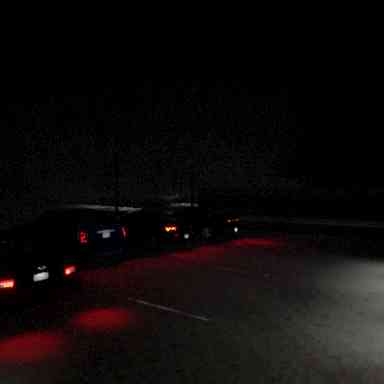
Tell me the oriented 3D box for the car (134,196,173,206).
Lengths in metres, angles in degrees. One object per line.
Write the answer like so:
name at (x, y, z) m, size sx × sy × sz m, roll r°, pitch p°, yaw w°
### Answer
car at (-5.121, 1.556, 45.014) m, size 1.895 × 1.301 × 4.718 m, roll 0°, pitch 0°, yaw 36°

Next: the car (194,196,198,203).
car at (2.467, 1.551, 61.342) m, size 1.895 × 1.301 × 4.718 m, roll 0°, pitch 0°, yaw 36°

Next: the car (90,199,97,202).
car at (-14.658, 1.412, 55.676) m, size 1.882 × 1.535 × 5.008 m, roll 0°, pitch 0°, yaw 36°

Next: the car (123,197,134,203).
car at (-7.279, 1.476, 47.993) m, size 1.812 × 1.442 × 4.674 m, roll 0°, pitch 0°, yaw 36°

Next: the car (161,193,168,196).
car at (-4.989, 1.155, 68.835) m, size 2.150 × 2.045 × 5.566 m, roll 0°, pitch 1°, yaw 36°

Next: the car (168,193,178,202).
car at (-1.991, 1.432, 67.047) m, size 2.128 × 1.511 × 4.902 m, roll 0°, pitch 0°, yaw 36°

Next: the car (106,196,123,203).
car at (-10.048, 1.545, 50.135) m, size 1.895 × 1.301 × 4.718 m, roll 0°, pitch 0°, yaw 36°

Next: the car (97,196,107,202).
car at (-12.122, 1.417, 53.222) m, size 1.882 × 1.535 × 5.008 m, roll 0°, pitch 0°, yaw 36°

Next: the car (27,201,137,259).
car at (-4.339, 1.337, 11.395) m, size 4.553 × 1.767 × 2.097 m, roll 0°, pitch 0°, yaw 36°

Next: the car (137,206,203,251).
car at (-2.078, 1.511, 14.085) m, size 4.674 × 1.442 × 1.812 m, roll 0°, pitch 0°, yaw 36°

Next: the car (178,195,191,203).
car at (0.316, 1.492, 64.298) m, size 2.033 × 1.411 × 5.357 m, roll 0°, pitch 0°, yaw 37°

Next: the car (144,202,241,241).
car at (0.084, 1.491, 16.836) m, size 4.892 × 1.490 × 1.837 m, roll 0°, pitch 0°, yaw 36°

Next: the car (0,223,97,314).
car at (-4.693, 1.536, 7.336) m, size 5.357 × 1.411 × 2.033 m, roll 0°, pitch 0°, yaw 36°
